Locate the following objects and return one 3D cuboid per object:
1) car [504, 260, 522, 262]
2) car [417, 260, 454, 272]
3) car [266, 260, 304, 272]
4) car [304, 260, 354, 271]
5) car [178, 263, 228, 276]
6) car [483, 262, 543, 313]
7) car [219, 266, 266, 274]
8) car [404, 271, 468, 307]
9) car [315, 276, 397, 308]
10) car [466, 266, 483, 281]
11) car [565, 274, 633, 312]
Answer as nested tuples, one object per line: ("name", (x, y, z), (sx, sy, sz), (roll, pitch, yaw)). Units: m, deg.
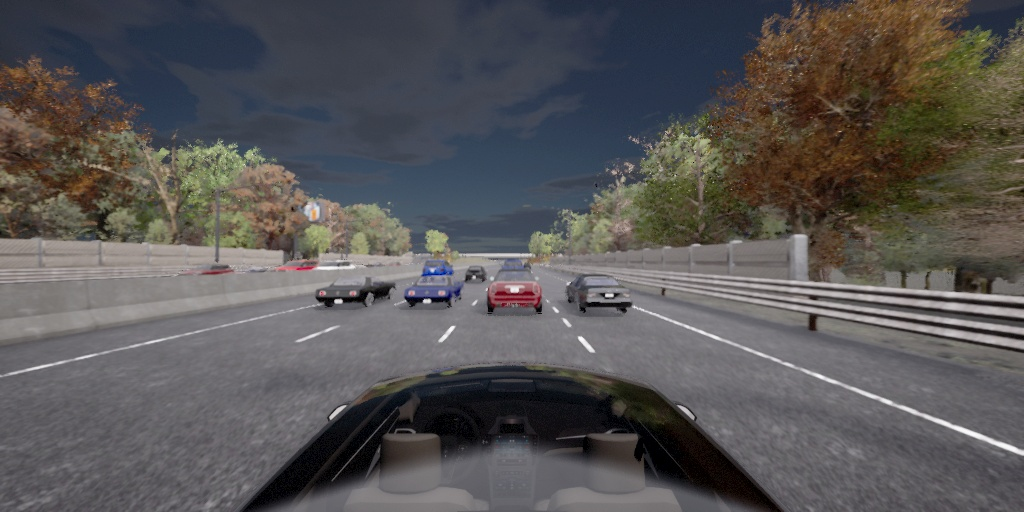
("car", (0.097, 1.412, 33.872), (2.150, 2.045, 5.566), (0, -1, 0))
("car", (-6.901, 1.412, 33.825), (2.150, 2.045, 5.566), (0, -1, 0))
("car", (-21.094, 1.434, 35.450), (2.150, 2.045, 5.566), (0, -1, 0))
("car", (-17.596, 1.434, 35.407), (2.150, 2.045, 5.566), (0, -1, 0))
("car", (-28.092, 1.533, 33.121), (2.097, 1.767, 4.553), (0, -1, 0))
("car", (0.099, 1.284, 15.119), (2.097, 1.767, 4.553), (0, -1, 0))
("car", (-24.596, 1.793, 33.942), (1.895, 1.301, 4.718), (0, -1, 0))
("car", (-3.400, 1.553, 16.592), (1.895, 1.301, 4.718), (0, -1, 0))
("car", (-6.903, 1.552, 16.508), (1.895, 1.301, 4.718), (0, -1, 0))
("car", (-3.400, 1.706, 34.587), (1.837, 1.490, 4.892), (0, -1, 0))
("car", (3.468, 1.475, 15.177), (2.033, 1.411, 5.357), (0, -1, 1))
